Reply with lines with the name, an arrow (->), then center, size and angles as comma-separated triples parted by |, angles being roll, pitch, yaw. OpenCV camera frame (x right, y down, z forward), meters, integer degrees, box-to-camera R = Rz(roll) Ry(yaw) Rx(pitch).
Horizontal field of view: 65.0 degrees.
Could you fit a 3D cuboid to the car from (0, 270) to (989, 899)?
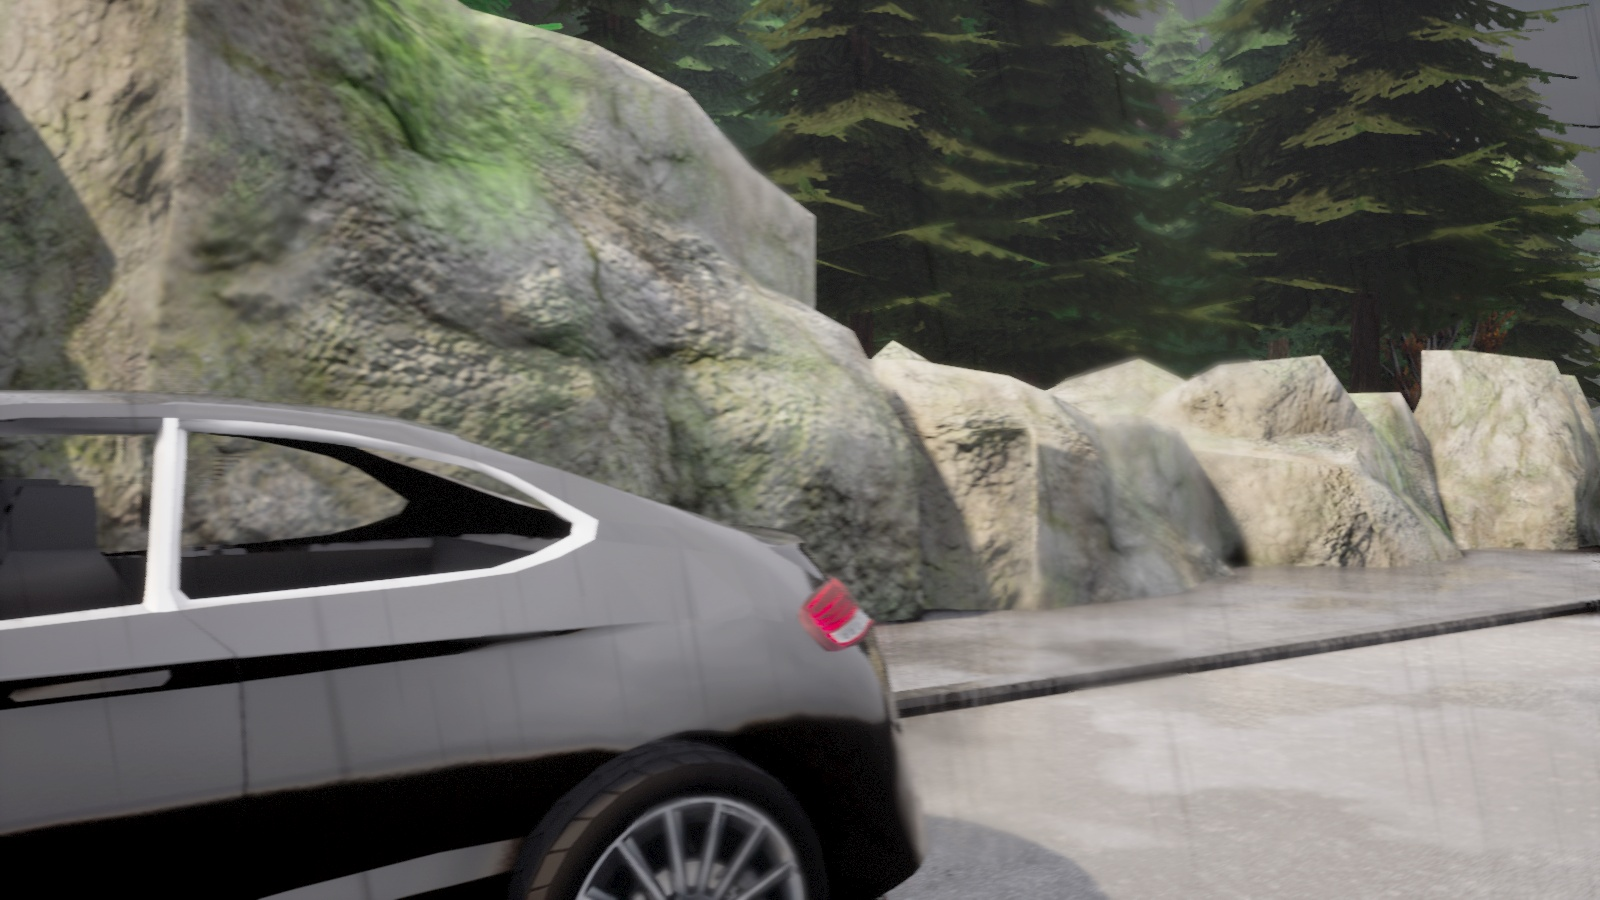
car -> -2.181, 0.535, 2.751 | 5.027, 1.651, 2.152 | 0, 0, -35
